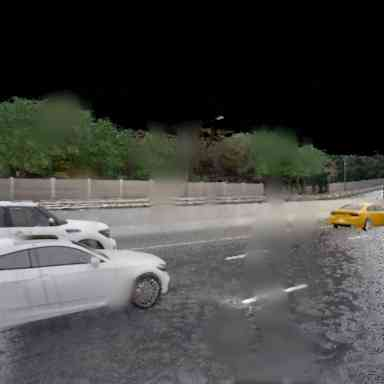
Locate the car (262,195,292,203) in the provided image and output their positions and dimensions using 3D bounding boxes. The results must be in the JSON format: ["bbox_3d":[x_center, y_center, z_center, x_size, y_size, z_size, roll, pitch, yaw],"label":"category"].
[{"bbox_3d":[11.867,1.230,46.559,5.008,1.535,1.882,0,0,-35],"label":"car"}]

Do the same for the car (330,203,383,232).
[{"bbox_3d":[10.136,1.373,19.515,5.008,1.535,1.882,-1,0,-35],"label":"car"}]

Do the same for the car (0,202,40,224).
[{"bbox_3d":[-13.906,1.508,24.164,4.892,1.490,1.837,0,0,-35],"label":"car"}]

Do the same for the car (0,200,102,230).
[{"bbox_3d":[-4.878,1.222,8.863,5.566,2.045,2.150,0,0,-35],"label":"car"}]

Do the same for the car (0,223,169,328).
[{"bbox_3d":[-2.646,1.525,6.154,4.674,1.442,1.812,0,0,-35],"label":"car"}]

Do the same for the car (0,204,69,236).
[{"bbox_3d":[-9.679,1.492,18.580,4.902,1.511,2.128,0,0,-35],"label":"car"}]
